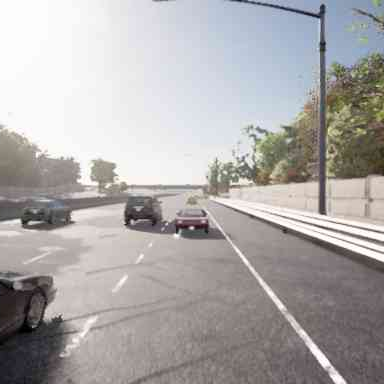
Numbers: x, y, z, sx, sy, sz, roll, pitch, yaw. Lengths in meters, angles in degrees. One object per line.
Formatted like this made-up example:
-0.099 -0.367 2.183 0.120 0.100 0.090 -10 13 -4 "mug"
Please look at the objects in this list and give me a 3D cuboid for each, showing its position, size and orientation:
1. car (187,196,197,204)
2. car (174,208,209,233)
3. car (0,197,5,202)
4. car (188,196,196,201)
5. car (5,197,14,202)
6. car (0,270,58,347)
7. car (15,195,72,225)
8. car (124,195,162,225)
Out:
-0.051 1.544 66.372 1.882 1.535 5.008 0 0 0 "car"
-0.015 1.598 19.760 1.895 1.301 4.718 0 0 0 "car"
-28.085 1.510 48.550 2.128 1.511 4.902 0 0 0 "car"
-0.052 1.668 88.417 2.033 1.411 5.357 0 0 2 "car"
-24.586 1.498 48.666 1.882 1.535 5.008 0 0 0 "car"
-3.402 1.546 3.704 2.033 1.411 5.357 0 0 0 "car"
-10.420 1.349 24.193 2.097 1.767 4.553 0 0 0 "car"
-3.418 1.219 23.910 2.150 2.045 5.566 0 0 0 "car"
